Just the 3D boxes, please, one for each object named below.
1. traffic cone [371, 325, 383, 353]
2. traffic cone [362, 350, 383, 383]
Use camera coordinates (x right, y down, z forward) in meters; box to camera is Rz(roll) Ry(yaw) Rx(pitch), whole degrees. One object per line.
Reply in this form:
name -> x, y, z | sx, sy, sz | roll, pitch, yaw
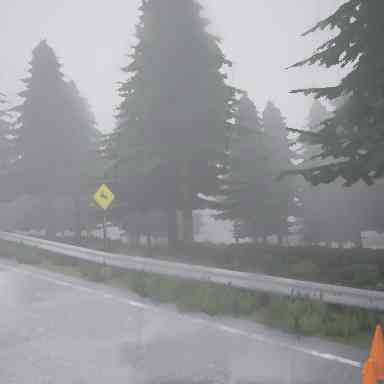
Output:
traffic cone -> 2.321, 1.956, 4.130 | 0.340, 0.580, 0.340 | 0, 0, 34
traffic cone -> 1.772, 1.956, 3.297 | 0.340, 0.580, 0.340 | 0, 0, 34
